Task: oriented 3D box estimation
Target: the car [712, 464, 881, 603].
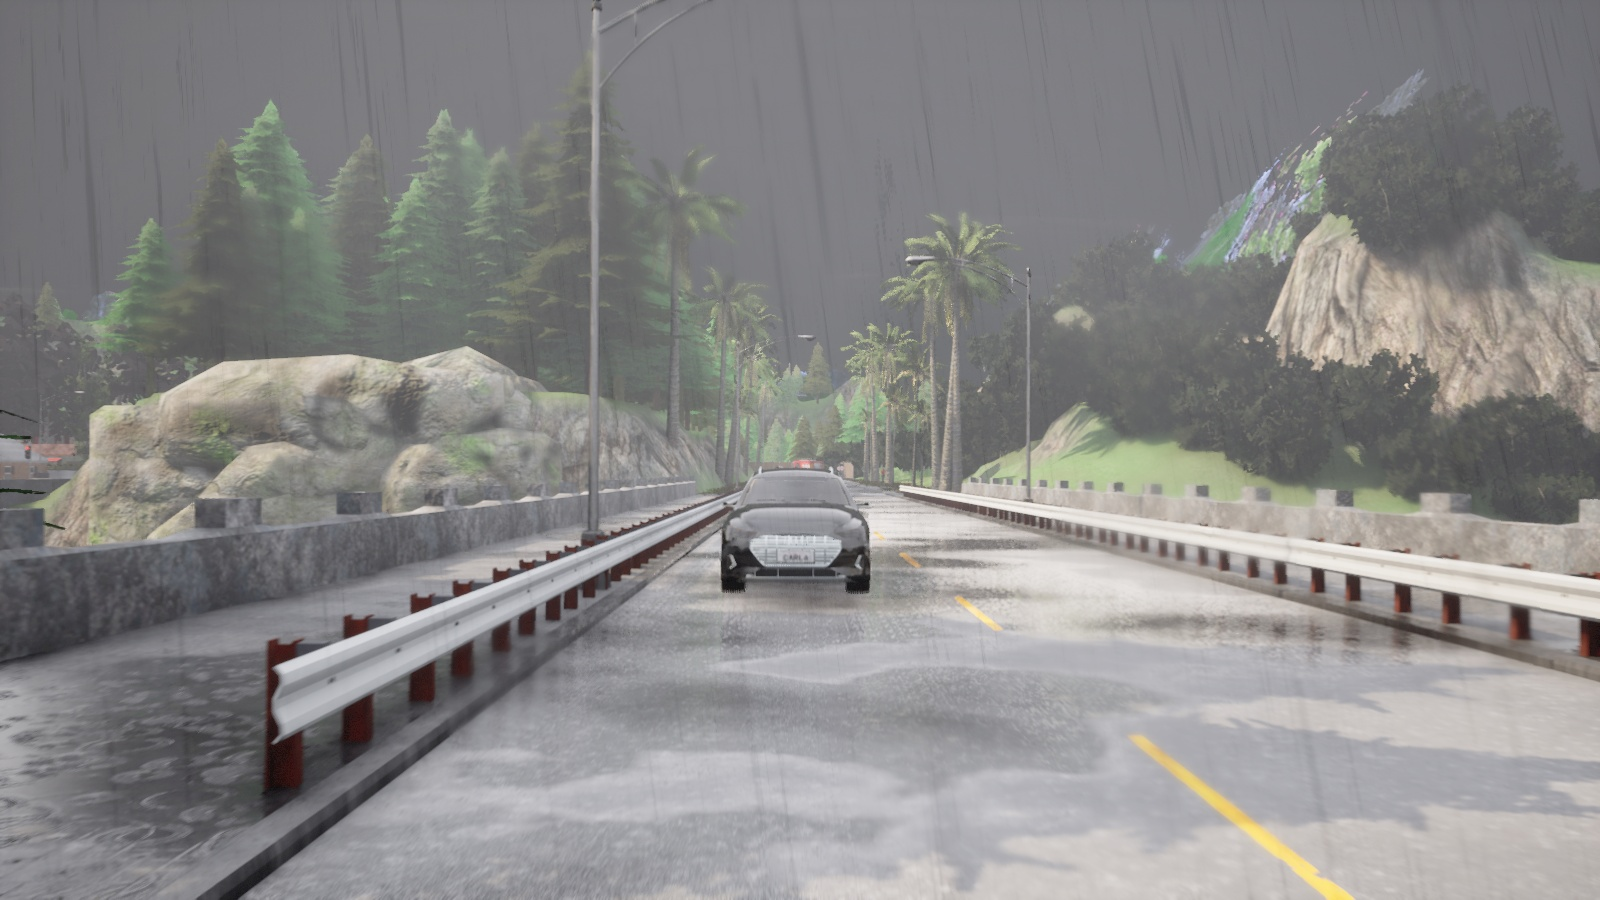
[{"bbox_3d":[-0.050,1.037,17.554,2.033,1.649,4.856,0,0,0],"label":"car"}]
